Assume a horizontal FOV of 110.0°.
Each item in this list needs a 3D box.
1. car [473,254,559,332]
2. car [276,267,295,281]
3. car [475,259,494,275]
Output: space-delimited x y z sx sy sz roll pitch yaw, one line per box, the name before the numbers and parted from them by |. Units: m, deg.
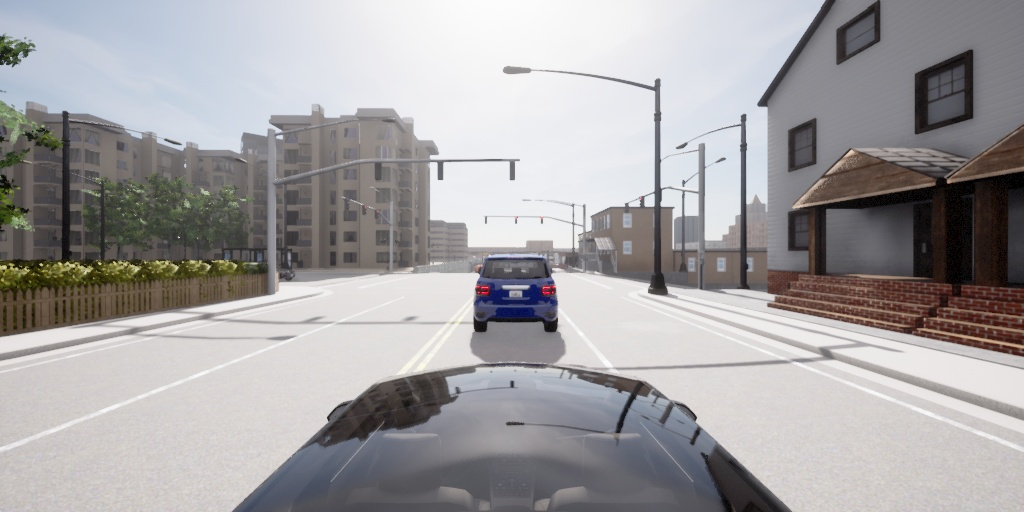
car | 0.102 0.970 10.959 2.150 2.045 5.566 0 0 0
car | -19.591 1.270 28.153 4.674 1.442 1.812 0 0 1
car | -3.552 1.496 46.980 2.097 1.767 4.553 1 -5 0
